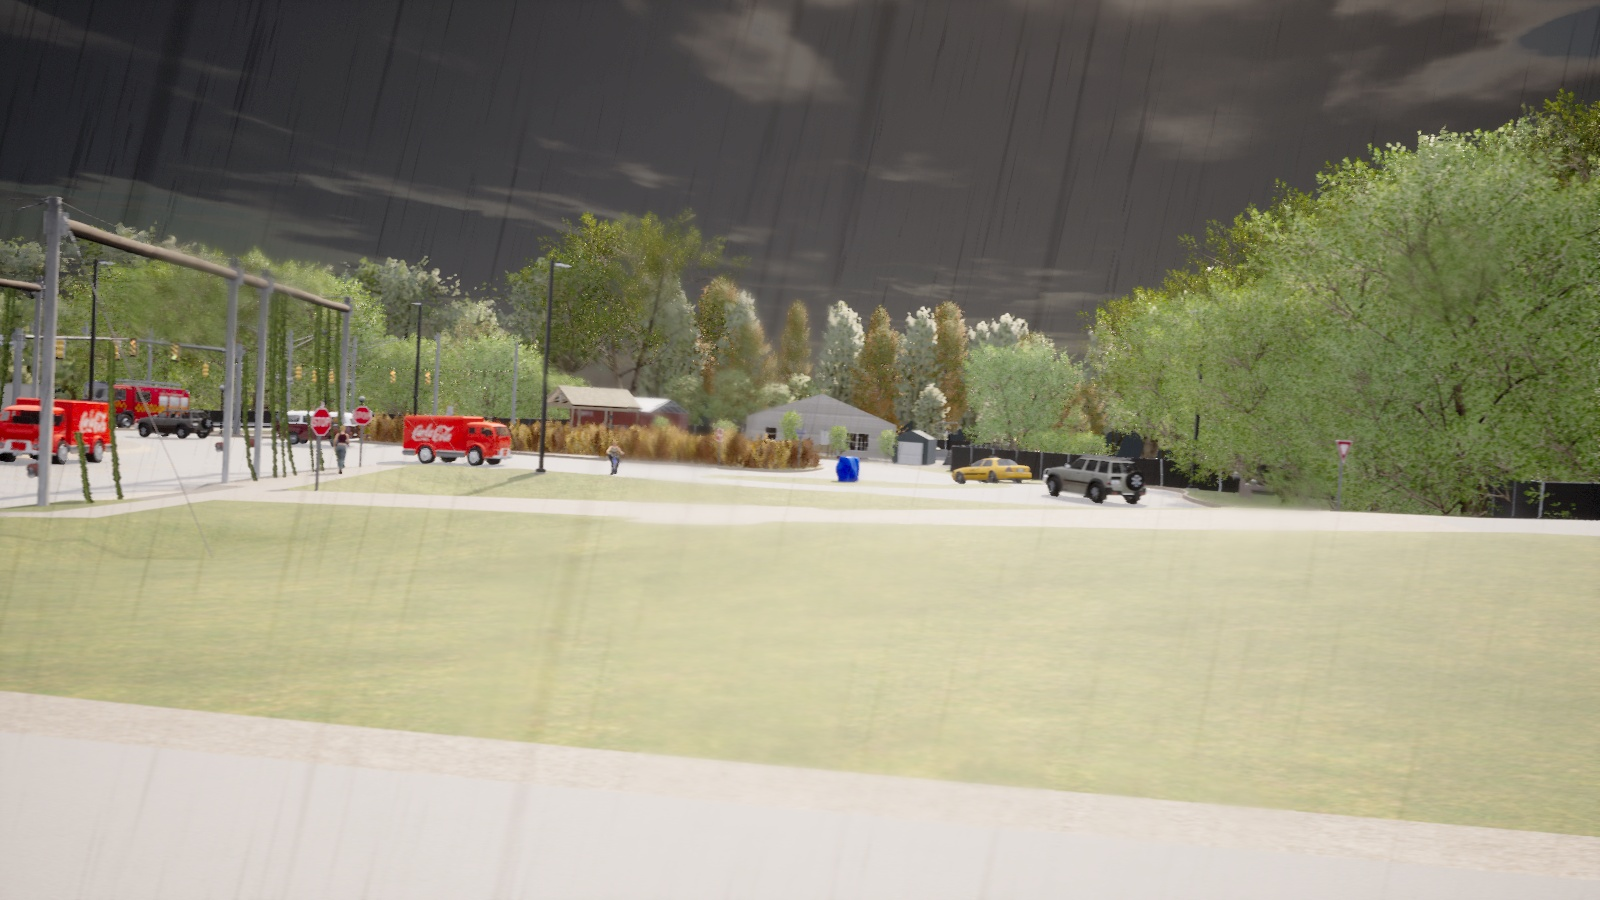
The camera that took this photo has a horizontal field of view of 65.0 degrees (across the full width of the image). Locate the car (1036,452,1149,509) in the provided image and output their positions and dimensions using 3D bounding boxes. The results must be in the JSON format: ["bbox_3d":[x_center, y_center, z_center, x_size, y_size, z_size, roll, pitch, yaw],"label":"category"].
[{"bbox_3d":[11.612,1.186,50.234,1.932,1.855,4.605,2,3,-24],"label":"car"}]

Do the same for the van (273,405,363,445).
[{"bbox_3d":[-28.658,-1.509,74.720,4.480,2.038,2.069,4,3,-1],"label":"van"}]

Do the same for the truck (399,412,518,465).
[{"bbox_3d":[-17.425,-0.628,64.243,5.204,2.467,2.627,2,1,15],"label":"truck"}]

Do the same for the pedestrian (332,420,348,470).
[{"bbox_3d":[-17.216,-0.175,47.037,0.345,1.836,0.594,4,2,-7],"label":"pedestrian"}]

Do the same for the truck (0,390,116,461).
[{"bbox_3d":[-29.055,-0.962,48.637,2.627,2.467,5.204,4,1,-7],"label":"truck"}]

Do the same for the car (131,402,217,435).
[{"bbox_3d":[-38.363,-1.945,76.954,4.605,1.855,1.932,3,2,17],"label":"car"}]

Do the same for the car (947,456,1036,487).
[{"bbox_3d":[10.346,1.171,68.309,1.801,1.575,5.366,2,-2,-30],"label":"car"}]
